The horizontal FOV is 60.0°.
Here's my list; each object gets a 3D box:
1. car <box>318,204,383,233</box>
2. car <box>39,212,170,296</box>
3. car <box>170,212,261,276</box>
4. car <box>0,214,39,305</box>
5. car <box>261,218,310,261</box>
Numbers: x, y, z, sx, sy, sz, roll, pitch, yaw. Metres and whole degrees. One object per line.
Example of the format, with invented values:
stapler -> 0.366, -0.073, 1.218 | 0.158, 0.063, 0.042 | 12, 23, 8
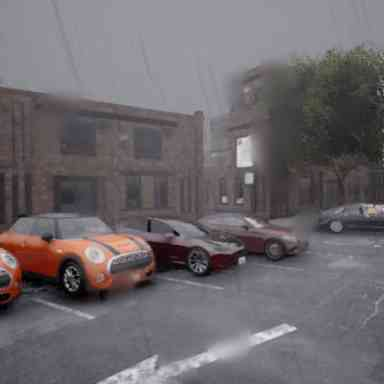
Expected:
car -> 9.170, 1.387, 17.313 | 4.892, 1.521, 2.231 | -1, -1, 35
car -> -3.108, 1.345, 8.675 | 4.553, 1.767, 2.185 | -1, -1, 35
car -> -0.604, 1.481, 10.365 | 4.792, 1.488, 2.163 | -1, -1, 35
car -> -5.563, 1.364, 6.948 | 4.553, 1.767, 2.185 | -1, -1, 35
car -> 1.824, 1.475, 12.113 | 4.674, 1.452, 2.002 | -1, -1, 35
